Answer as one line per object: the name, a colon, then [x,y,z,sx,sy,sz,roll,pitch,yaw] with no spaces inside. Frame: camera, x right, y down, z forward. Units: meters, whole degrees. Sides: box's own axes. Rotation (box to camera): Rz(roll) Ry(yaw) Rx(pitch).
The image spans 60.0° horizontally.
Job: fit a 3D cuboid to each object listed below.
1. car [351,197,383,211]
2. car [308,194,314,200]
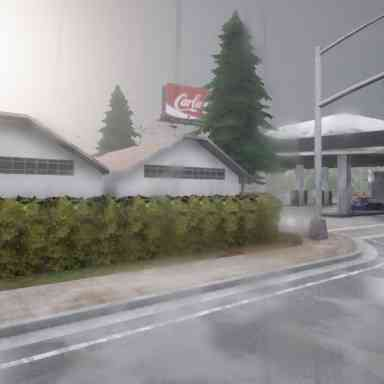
car: [20.761,1.473,39.315,4.611,1.667,2.242,0,0,-36]
car: [31.778,1.316,88.820,2.152,1.636,5.027,0,0,-36]
